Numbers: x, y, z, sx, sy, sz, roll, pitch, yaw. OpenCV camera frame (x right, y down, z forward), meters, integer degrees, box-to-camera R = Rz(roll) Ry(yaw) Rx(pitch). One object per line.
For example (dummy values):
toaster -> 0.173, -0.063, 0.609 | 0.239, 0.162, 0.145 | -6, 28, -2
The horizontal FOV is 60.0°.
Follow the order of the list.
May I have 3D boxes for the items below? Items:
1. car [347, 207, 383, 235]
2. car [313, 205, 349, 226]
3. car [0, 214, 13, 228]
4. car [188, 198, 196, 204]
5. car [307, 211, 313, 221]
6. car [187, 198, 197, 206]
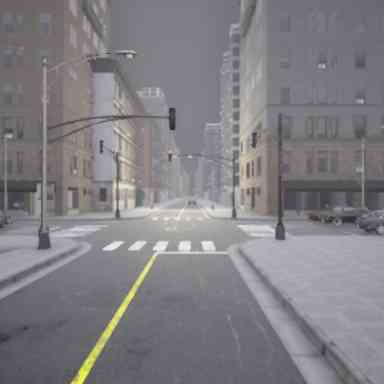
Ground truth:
car -> 11.765, 1.748, 19.226 | 4.403, 1.369, 2.008 | 0, 0, 0
car -> 11.890, 1.820, 24.713 | 4.718, 1.301, 1.895 | 0, 0, -3
car -> -14.360, 1.707, 21.780 | 4.892, 1.490, 1.837 | 0, 0, -1
car -> 0.010, 2.097, 79.547 | 1.812, 1.442, 4.674 | 0, -1, 0
car -> 11.774, 1.775, 27.251 | 4.507, 1.381, 1.887 | 0, 0, 0
car -> 0.009, 2.160, 69.542 | 1.812, 1.442, 4.674 | 0, -1, 0
